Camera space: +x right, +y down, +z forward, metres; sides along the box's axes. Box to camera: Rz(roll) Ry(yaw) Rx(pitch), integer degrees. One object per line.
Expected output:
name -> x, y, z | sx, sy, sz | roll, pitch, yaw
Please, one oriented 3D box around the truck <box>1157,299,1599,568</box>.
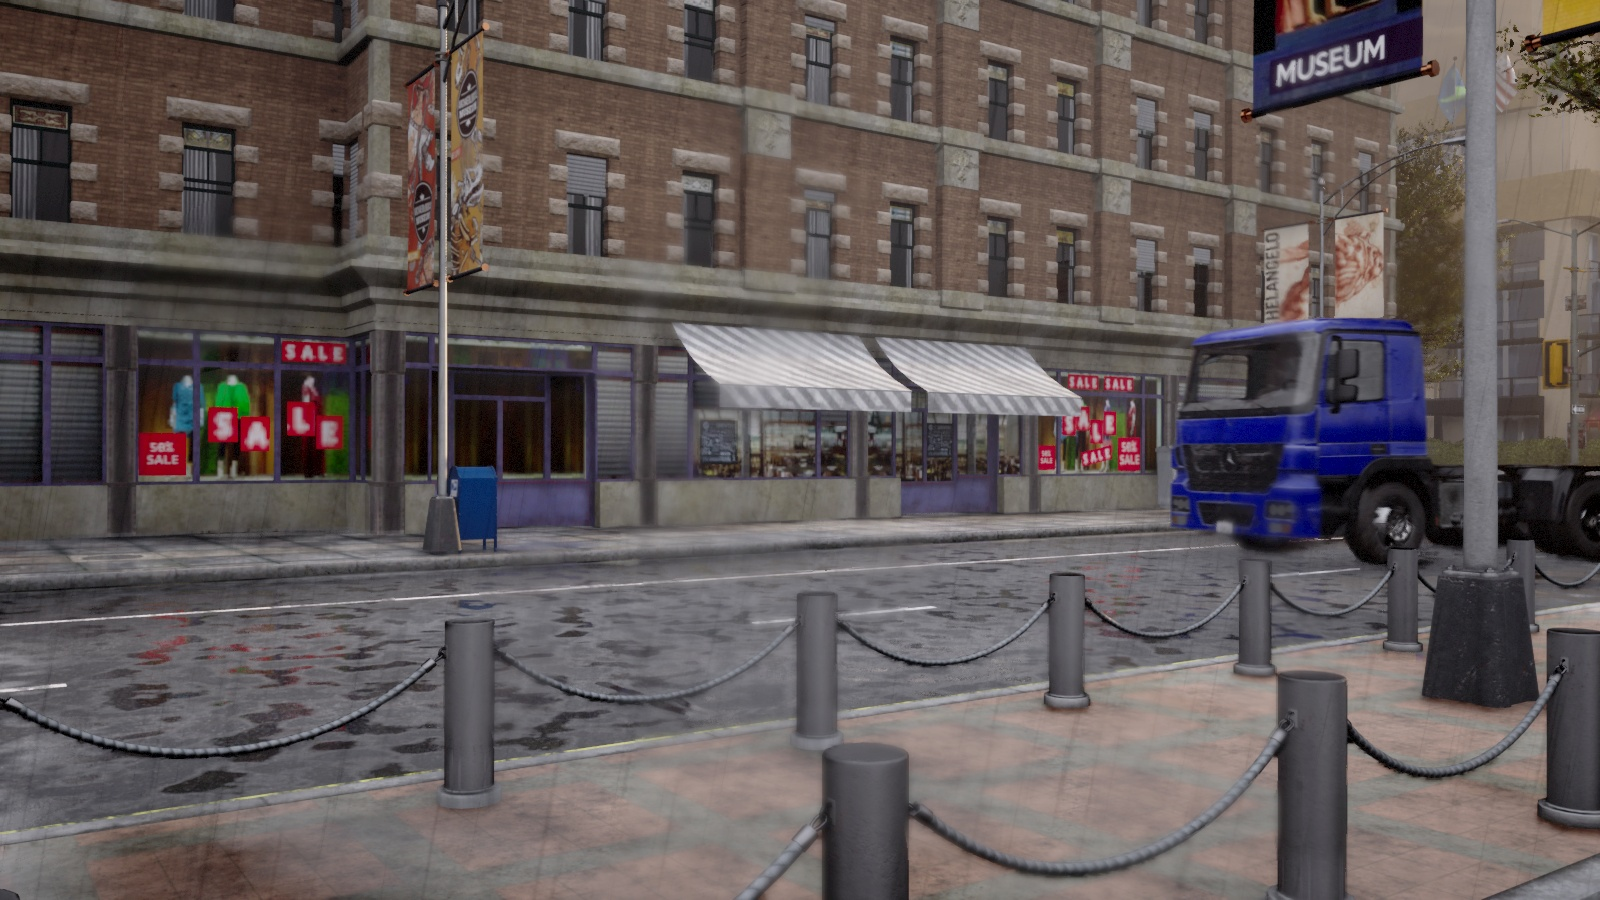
truck -> 9.588, -0.211, 18.917 | 7.936, 3.462, 2.891 | 0, 0, -21
